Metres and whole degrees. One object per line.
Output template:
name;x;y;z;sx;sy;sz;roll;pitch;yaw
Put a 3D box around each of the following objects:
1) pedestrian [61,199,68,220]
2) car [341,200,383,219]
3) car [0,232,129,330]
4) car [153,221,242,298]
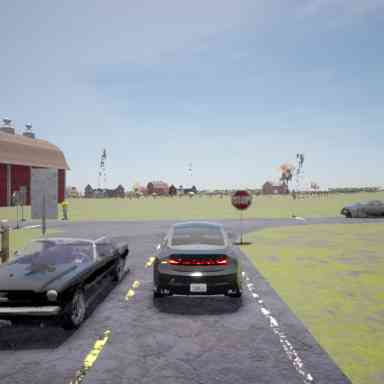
pedestrian;-11.139;1.491;29.265;0.375;1.860;0.375;0;0;4
car;14.038;1.322;26.258;4.181;1.385;1.994;-1;0;-3
car;-2.728;1.602;7.052;1.895;1.301;4.718;0;0;1
car;0.118;1.506;8.520;1.837;1.490;4.892;0;0;0
